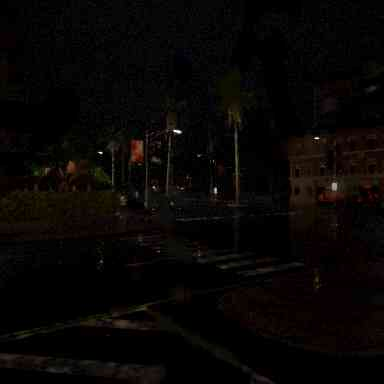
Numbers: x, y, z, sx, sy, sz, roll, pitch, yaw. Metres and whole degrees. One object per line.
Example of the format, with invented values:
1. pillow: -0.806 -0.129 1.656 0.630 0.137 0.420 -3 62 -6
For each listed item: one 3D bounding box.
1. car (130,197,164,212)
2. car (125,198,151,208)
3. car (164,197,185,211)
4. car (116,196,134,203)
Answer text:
1. car: -5.585 1.352 38.846 2.097 1.767 4.553 0 0 -35
2. car: -7.917 1.601 48.266 1.895 1.301 4.718 0 0 -35
3. car: -2.750 1.352 40.905 2.097 1.767 4.553 0 0 -35
4. car: -13.873 1.522 68.696 1.812 1.442 4.674 0 0 -39
